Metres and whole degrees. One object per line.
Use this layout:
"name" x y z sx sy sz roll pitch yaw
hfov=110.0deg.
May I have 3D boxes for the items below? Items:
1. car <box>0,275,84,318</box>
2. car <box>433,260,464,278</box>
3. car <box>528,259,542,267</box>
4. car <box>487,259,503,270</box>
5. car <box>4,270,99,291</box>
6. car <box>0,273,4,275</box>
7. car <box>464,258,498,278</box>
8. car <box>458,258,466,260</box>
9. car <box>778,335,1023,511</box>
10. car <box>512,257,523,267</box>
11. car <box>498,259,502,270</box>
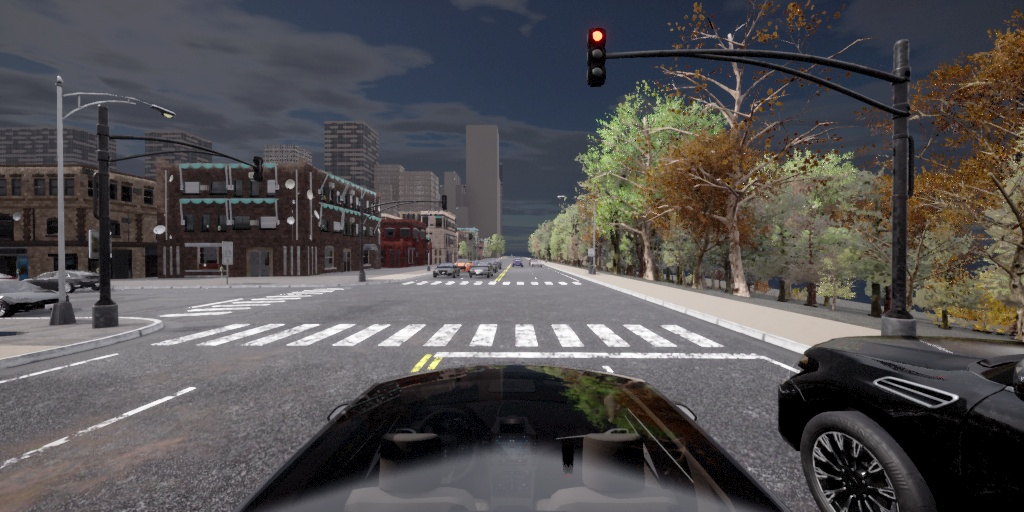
"car" -19.767 1.565 13.713 4.313 1.339 1.948 0 0 1
"car" -6.082 1.304 33.764 1.994 1.385 4.181 0 0 1
"car" 4.359 1.327 64.131 1.895 1.301 4.718 0 0 1
"car" -2.505 1.223 53.512 2.128 1.511 4.902 0 0 1
"car" -27.959 1.560 22.360 4.403 1.370 2.007 0 0 1
"car" -33.494 1.654 22.458 4.207 1.307 1.802 0 0 1
"car" -2.821 1.231 33.779 2.128 1.511 4.902 0 0 3
"car" -5.916 1.088 43.760 2.097 1.767 4.553 0 0 1
"car" 3.322 0.972 0.675 2.150 2.045 5.566 0 0 1
"car" 0.999 1.252 63.801 1.812 1.442 4.674 0 0 1
"car" -2.675 1.227 43.270 2.128 1.511 4.902 0 0 1
